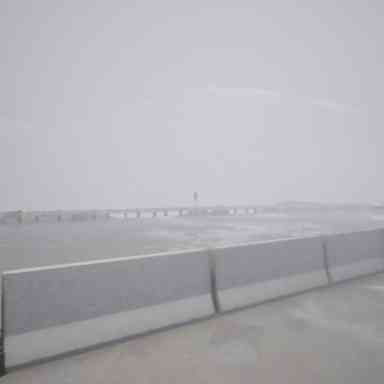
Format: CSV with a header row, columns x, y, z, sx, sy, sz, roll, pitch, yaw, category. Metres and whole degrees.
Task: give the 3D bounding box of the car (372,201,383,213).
x,y,z,sx,sy,sz,roll,pitch,yaw,category
21.450,1.442,35.311,5.008,1.535,1.882,0,0,-22,car
